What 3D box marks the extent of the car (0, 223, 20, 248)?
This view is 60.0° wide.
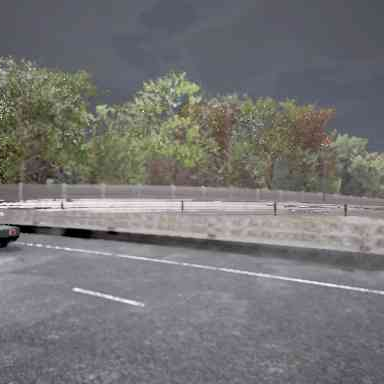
[{"bbox_3d":[-9.160,1.577,13.241,4.718,1.301,1.895,0,0,28],"label":"car"}]

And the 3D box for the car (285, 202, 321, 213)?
[{"bbox_3d":[14.599,2.057,43.717,5.357,1.411,2.033,3,-1,-25],"label":"car"}]
